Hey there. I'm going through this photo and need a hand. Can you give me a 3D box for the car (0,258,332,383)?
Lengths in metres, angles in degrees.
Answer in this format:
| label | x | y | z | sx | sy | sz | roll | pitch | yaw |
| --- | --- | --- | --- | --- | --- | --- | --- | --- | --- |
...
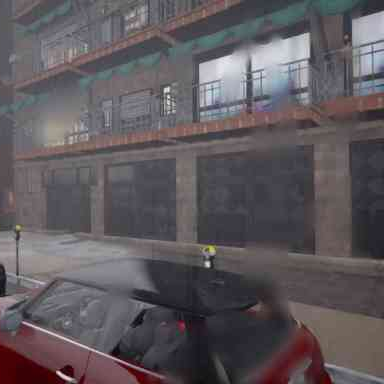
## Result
| label | x | y | z | sx | sy | sz | roll | pitch | yaw |
| --- | --- | --- | --- | --- | --- | --- | --- | --- | --- |
| car | -0.824 | 1.442 | 3.478 | 4.097 | 1.590 | 1.967 | 0 | -1 | 36 |
